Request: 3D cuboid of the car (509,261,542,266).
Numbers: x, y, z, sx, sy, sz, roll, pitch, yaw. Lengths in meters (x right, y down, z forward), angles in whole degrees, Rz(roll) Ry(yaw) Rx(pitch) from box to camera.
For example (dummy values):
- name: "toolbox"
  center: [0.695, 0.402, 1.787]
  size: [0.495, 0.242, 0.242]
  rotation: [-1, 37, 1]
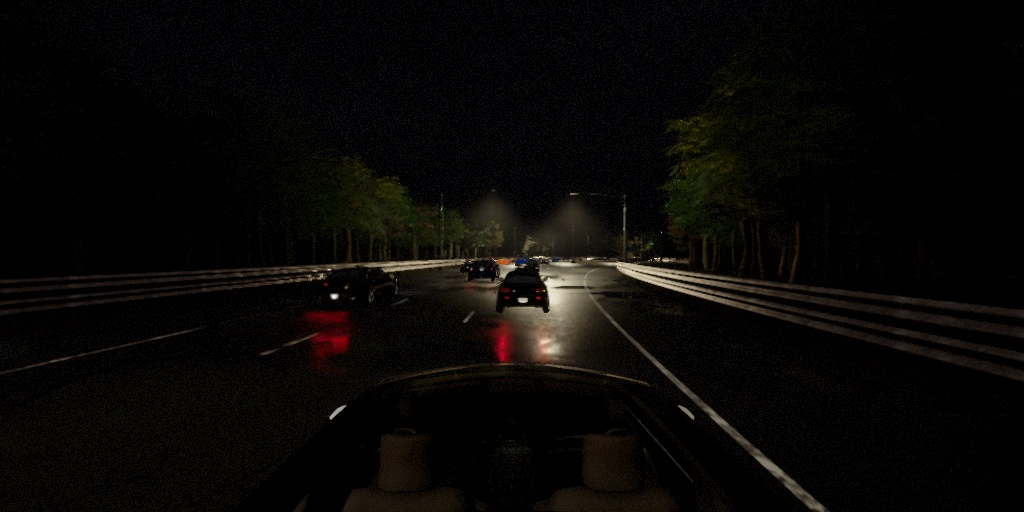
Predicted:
- name: "car"
  center: [1.016, 1.313, 26.684]
  size: [1.994, 1.385, 4.181]
  rotation: [0, 0, 3]

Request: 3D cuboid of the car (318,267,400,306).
- name: "car"
  center: [-6.469, 1.232, 15.680]
  size: [1.837, 1.490, 4.892]
  rotation: [0, 0, 2]

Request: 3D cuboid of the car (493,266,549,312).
- name: "car"
  center: [0.432, 1.280, 14.045]
  size: [1.812, 1.442, 4.674]
  rotation: [0, 0, 2]

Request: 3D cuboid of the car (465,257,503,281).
- name: "car"
  center: [-2.197, 1.087, 29.731]
  size: [2.097, 1.767, 4.553]
  rotation: [0, 0, 4]

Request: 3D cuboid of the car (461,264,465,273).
- name: "car"
  center: [-4.710, 1.249, 42.546]
  size: [1.994, 1.385, 4.181]
  rotation: [0, 0, 6]

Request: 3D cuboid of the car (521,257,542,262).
- name: "car"
  center: [2.537, 1.241, 45.308]
  size: [1.812, 1.442, 4.674]
  rotation: [0, 0, 6]
